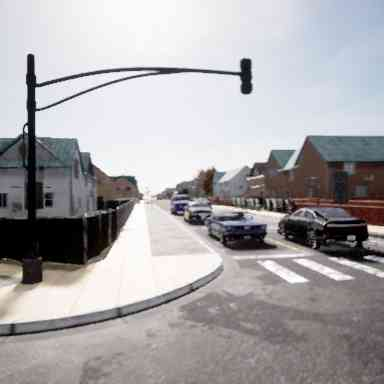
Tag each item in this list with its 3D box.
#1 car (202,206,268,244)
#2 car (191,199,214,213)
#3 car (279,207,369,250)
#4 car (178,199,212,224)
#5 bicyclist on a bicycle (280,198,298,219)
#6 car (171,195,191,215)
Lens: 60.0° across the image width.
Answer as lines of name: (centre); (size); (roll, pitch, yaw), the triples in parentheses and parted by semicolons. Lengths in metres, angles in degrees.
car: (1.935, 1.540, 15.581); (1.895, 1.301, 4.718); (-1, 0, -8)
car: (1.200, 1.617, 40.945); (1.882, 1.535, 5.008); (-1, 0, -8)
car: (5.149, 1.367, 13.729); (2.128, 1.511, 4.902); (-1, 0, -7)
car: (0.480, 1.521, 25.576); (2.128, 1.511, 4.902); (-1, 0, -8)
bicyclist on a bicycle: (6.799, 1.208, 22.879); (1.656, 1.620, 0.582); (-1, -1, -8)
car: (-1.055, 1.357, 36.048); (2.150, 2.045, 5.566); (-1, 0, -9)
